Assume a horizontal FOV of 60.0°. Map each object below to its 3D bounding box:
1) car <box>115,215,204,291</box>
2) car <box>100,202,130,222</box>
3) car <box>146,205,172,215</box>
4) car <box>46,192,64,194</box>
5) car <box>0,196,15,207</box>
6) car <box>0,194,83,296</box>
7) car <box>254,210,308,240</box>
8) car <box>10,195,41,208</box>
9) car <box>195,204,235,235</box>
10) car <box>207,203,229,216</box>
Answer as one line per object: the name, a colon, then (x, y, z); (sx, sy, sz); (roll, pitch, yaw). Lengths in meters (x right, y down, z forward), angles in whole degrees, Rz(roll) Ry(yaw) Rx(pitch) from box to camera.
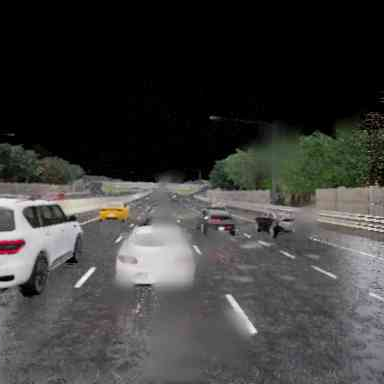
car: (-0.958, 1.583, 9.070); (1.812, 1.442, 4.674); (2, -1, -6)
car: (-6.175, 1.547, 26.986); (1.882, 1.535, 5.008); (2, -1, -5)
car: (-2.627, 1.734, 26.583); (1.994, 1.385, 4.181); (2, -1, -5)
car: (-18.480, 1.082, 44.423); (2.150, 2.045, 5.566); (2, 0, -5)
car: (-25.489, 1.217, 44.237); (1.994, 1.385, 4.181); (2, 0, -5)
car: (-4.416, 1.173, 8.563); (2.150, 2.045, 5.566); (2, -1, -6)
car: (5.071, 1.822, 19.485); (2.128, 1.511, 4.902); (2, -1, -5)
car: (-21.978, 1.234, 44.206); (1.882, 1.535, 5.008); (2, 0, -5)
car: (1.368, 1.737, 20.410); (1.837, 1.490, 4.892); (2, -1, -5)
car: (3.105, 2.061, 40.634); (1.895, 1.301, 4.718); (2, 0, -5)
